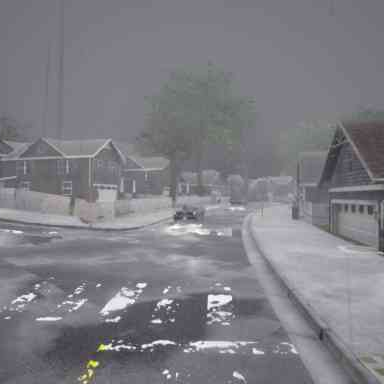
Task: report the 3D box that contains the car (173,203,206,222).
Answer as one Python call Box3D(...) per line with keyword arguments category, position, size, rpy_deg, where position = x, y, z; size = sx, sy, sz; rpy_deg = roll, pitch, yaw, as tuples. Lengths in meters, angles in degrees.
Box3D(category="car", position=(-0.129, 1.589, 26.063), size=(1.895, 1.301, 4.718), rpy_deg=(0, 0, 11))

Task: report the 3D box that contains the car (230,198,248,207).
Box3D(category="car", position=(7.385, 1.575, 51.707), size=(1.895, 1.301, 4.718), rpy_deg=(0, 0, 21))

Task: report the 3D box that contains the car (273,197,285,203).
Box3D(category="car", position=(19.909, 1.757, 76.071), size=(1.994, 1.385, 4.181), rpy_deg=(-1, -1, 32))
